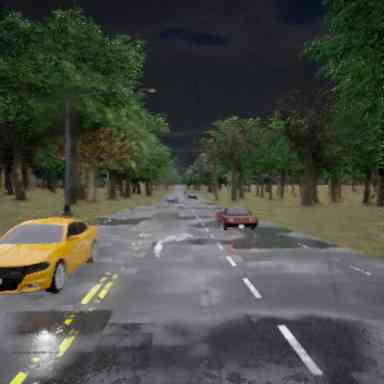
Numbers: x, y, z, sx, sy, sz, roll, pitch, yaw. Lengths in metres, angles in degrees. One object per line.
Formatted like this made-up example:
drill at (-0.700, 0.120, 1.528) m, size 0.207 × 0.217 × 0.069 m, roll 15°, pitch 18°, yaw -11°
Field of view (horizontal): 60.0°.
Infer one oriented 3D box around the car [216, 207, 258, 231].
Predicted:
car at (2.617, 1.588, 20.502) m, size 1.895 × 1.301 × 4.718 m, roll 0°, pitch 0°, yaw -2°

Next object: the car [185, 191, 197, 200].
car at (-0.002, 0.963, 82.808) m, size 2.097 × 1.767 × 4.553 m, roll 0°, pitch 1°, yaw -2°

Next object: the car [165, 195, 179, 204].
car at (-3.460, 1.307, 57.352) m, size 1.882 × 1.535 × 5.008 m, roll 0°, pitch 1°, yaw 4°

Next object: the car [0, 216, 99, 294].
car at (-3.910, 1.465, 8.954) m, size 1.882 × 1.535 × 5.008 m, roll 0°, pitch 0°, yaw -2°
